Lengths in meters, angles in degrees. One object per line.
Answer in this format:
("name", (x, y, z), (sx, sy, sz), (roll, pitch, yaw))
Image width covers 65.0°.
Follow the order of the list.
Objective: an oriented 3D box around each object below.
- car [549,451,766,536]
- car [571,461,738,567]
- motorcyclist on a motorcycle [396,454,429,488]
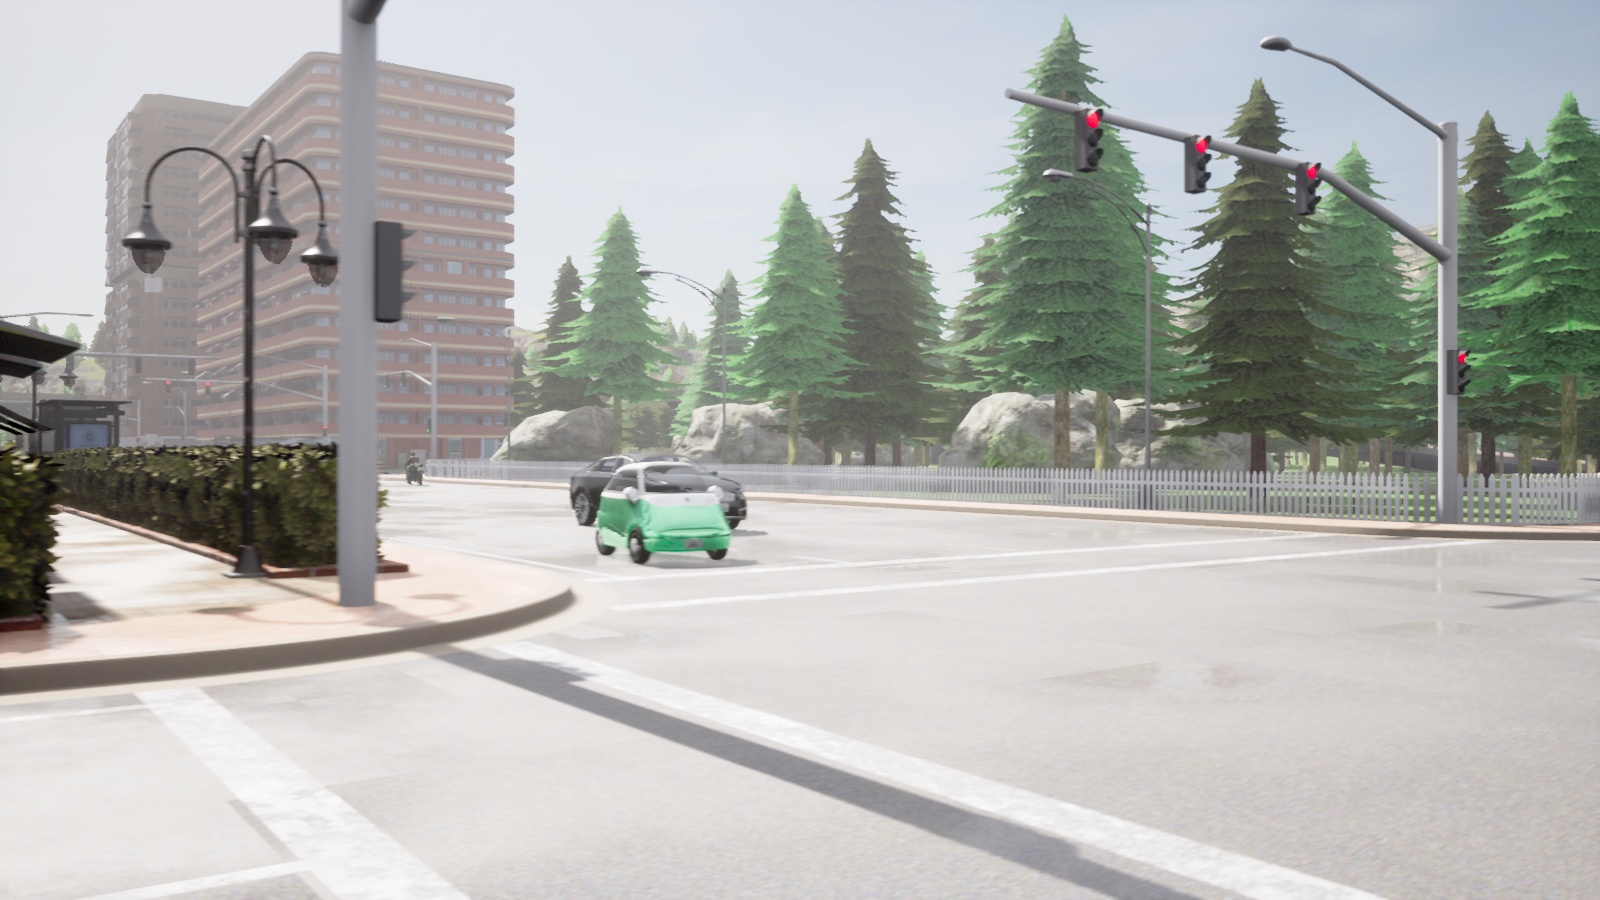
("car", (-2.947, 0.778, 24.935), (2.128, 1.511, 4.902), (0, 0, -36))
("car", (-2.092, 0.854, 17.752), (1.481, 1.376, 2.207), (0, -1, -34))
("motorcyclist on a motorcycle", (-17.553, 0.927, 56.897), (0.797, 1.523, 2.044), (0, 0, -36))
